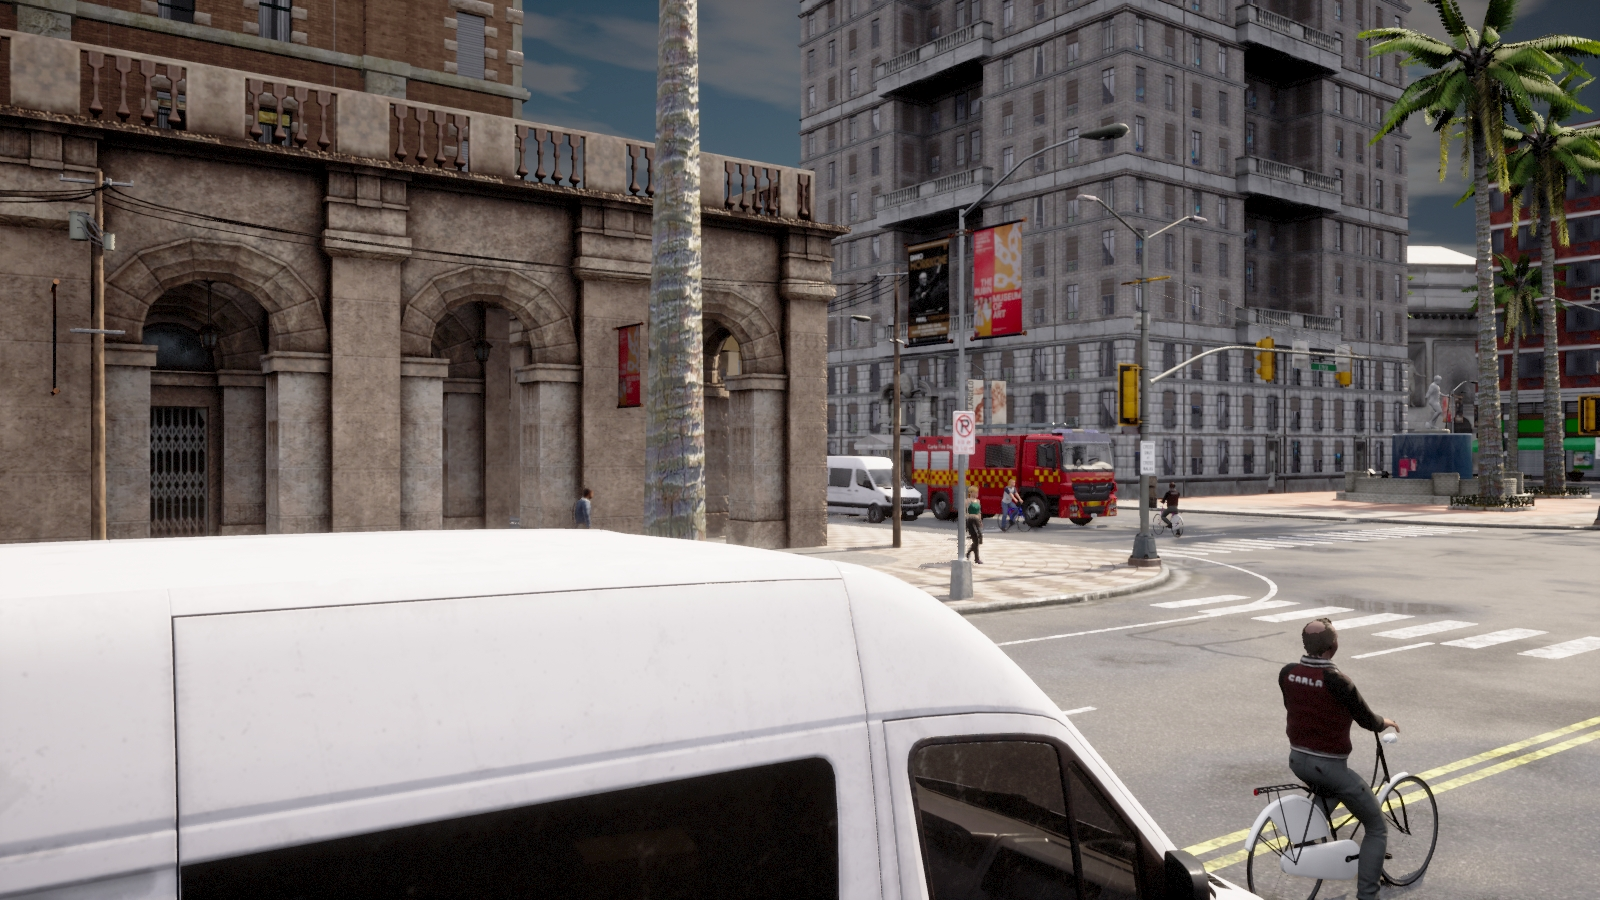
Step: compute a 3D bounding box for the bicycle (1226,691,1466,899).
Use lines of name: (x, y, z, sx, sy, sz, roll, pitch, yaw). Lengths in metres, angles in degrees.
bicycle: (3.417, 2.210, 7.085, 1.835, 1.171, 0.329, 0, 0, -29)

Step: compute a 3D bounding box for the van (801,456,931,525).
van: (2.561, 1.534, 46.185, 1.988, 2.561, 5.915, 0, 0, -35)

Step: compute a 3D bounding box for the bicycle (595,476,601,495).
bicycle: (-12.612, 2.210, 71.312, 0.329, 1.171, 1.835, 0, 0, -13)

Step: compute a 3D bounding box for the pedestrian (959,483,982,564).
pedestrian: (3.946, 1.698, 26.485, 0.375, 1.860, 0.375, 0, 0, -40)

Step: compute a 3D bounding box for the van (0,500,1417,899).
van: (-0.760, 1.534, 3.254, 5.915, 2.561, 1.988, 0, 0, -35)

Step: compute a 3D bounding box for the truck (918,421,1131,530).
truck: (8.452, 0.890, 44.320, 2.891, 3.827, 8.468, 0, 0, -35)

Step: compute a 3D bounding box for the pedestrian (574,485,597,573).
pedestrian: (-4.617, 1.696, 24.601, 0.375, 1.860, 0.375, 0, 0, -36)
